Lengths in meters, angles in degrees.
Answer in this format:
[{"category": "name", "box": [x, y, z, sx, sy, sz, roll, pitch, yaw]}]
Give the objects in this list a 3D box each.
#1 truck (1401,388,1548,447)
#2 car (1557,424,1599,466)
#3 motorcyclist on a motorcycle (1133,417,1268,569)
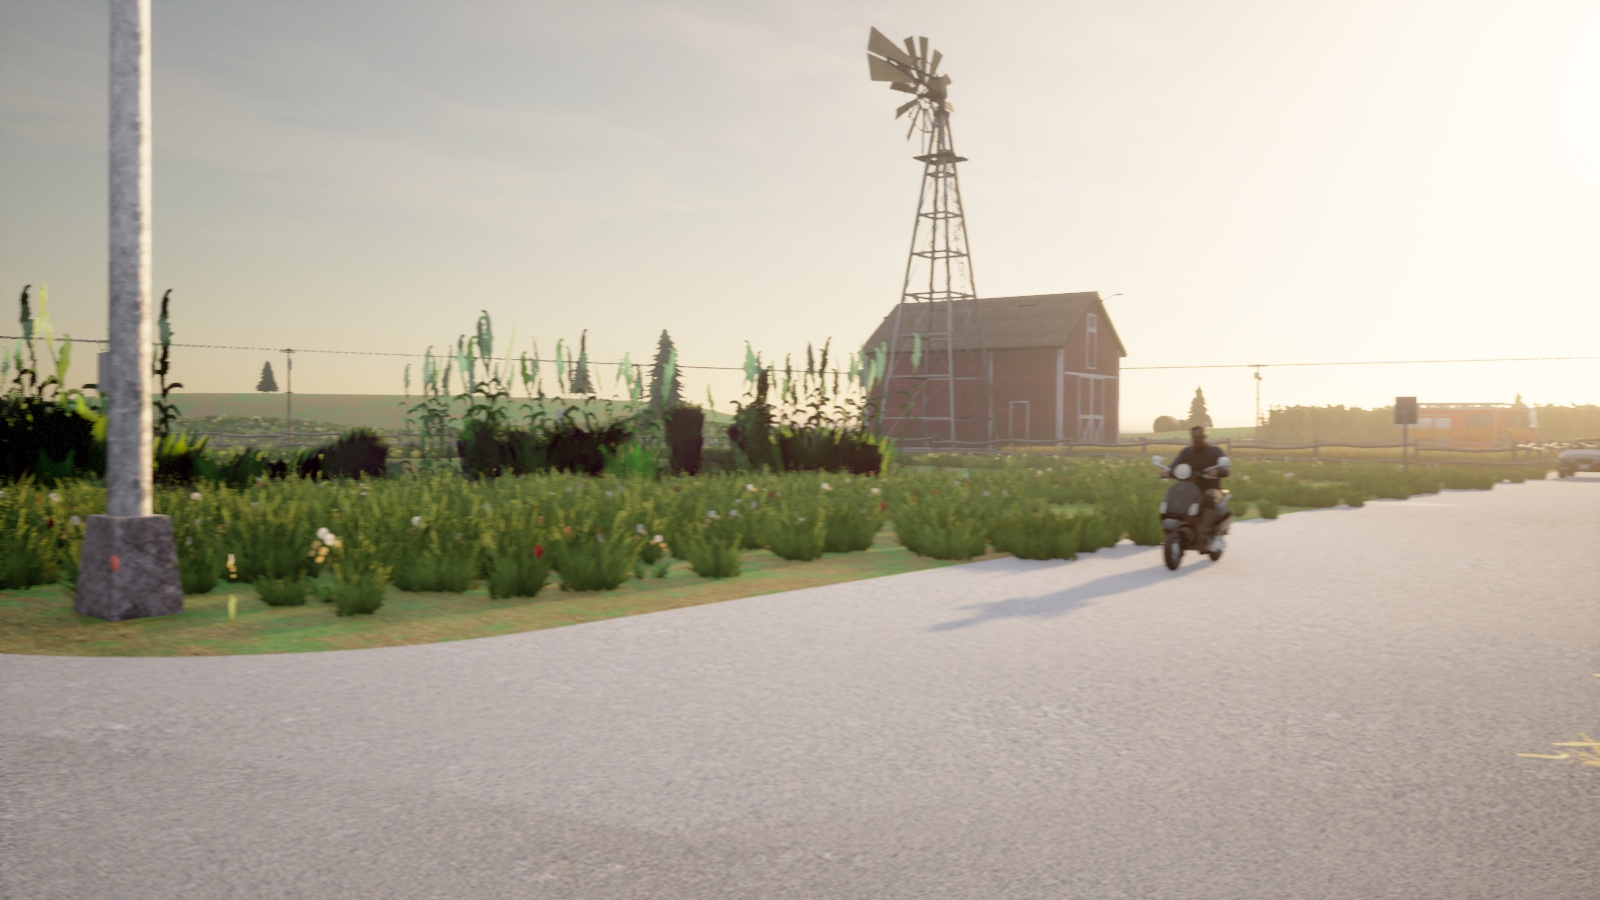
[{"category": "truck", "box": [45.882, -2.152, 85.607, 8.468, 3.827, 2.891, 0, 1, 38]}, {"category": "car", "box": [28.994, -0.219, 45.870, 1.816, 1.474, 4.193, 0, 1, 38]}, {"category": "motorcyclist on a motorcycle", "box": [4.518, 0.431, 14.098, 0.866, 1.590, 1.817, 0, 1, 38]}]
